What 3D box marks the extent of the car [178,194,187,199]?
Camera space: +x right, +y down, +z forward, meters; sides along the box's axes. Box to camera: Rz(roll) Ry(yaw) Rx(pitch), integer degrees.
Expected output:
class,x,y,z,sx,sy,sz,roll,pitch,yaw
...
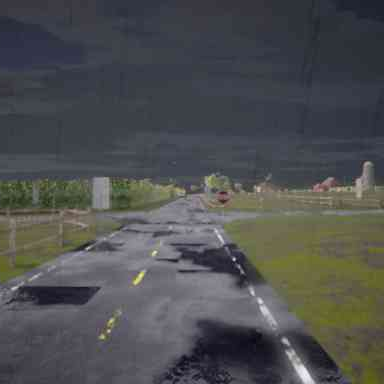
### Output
class,x,y,z,sx,sy,sz,roll,pitch,yaw
car,-2.285,1.090,81.953,2.033,1.411,5.357,0,0,1
